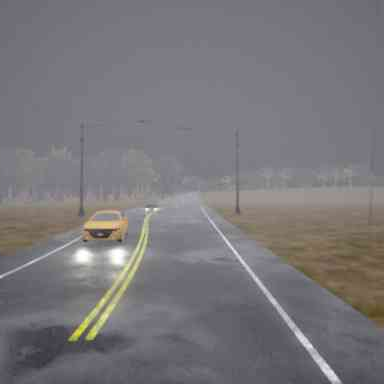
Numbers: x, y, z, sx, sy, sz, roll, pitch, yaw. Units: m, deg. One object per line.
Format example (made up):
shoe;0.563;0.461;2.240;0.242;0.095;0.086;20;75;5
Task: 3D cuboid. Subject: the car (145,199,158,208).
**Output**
car;-7.062;2.080;58.915;1.837;1.490;4.892;0;0;1

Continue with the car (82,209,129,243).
car;-4.464;1.722;17.752;1.882;1.535;5.008;0;-1;-6
